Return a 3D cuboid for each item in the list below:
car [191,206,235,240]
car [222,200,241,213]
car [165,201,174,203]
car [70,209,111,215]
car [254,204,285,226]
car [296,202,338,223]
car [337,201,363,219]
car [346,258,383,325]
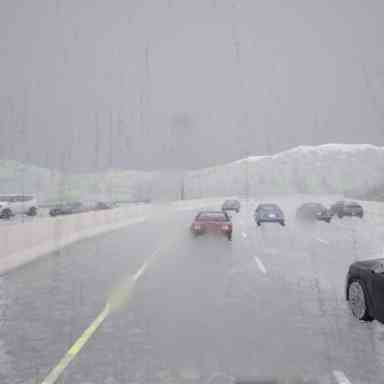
[{"bbox_3d":[1.089,1.604,16.981,1.895,1.301,4.718,0,0,6],"label":"car"},{"bbox_3d":[4.510,1.558,37.734,2.033,1.411,5.357,0,0,13],"label":"car"},{"bbox_3d":[-5.056,1.342,66.898,2.097,1.767,4.553,0,0,21],"label":"car"},{"bbox_3d":[-8.277,1.507,27.616,1.812,1.442,4.674,0,0,9],"label":"car"},{"bbox_3d":[5.446,1.560,23.745,2.033,1.411,5.357,0,0,8],"label":"car"},{"bbox_3d":[9.278,1.569,25.641,2.033,1.411,5.357,0,0,9],"label":"car"},{"bbox_3d":[13.508,1.523,29.283,2.128,1.511,4.902,0,0,10],"label":"car"},{"bbox_3d":[3.756,1.500,4.345,2.128,1.511,4.902,0,0,2],"label":"car"}]
